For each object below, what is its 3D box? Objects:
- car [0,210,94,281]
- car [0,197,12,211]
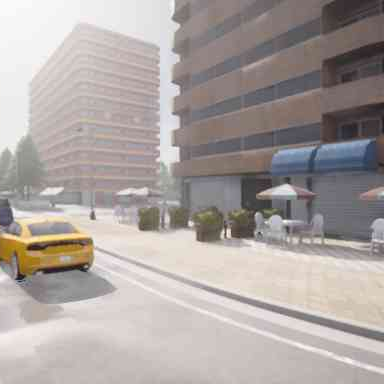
[{"bbox_3d":[-4.700,1.524,10.226,1.882,1.535,5.008,0,0,-39],"label":"car"},{"bbox_3d":[-12.678,1.314,20.889,2.150,2.045,5.566,0,0,-35],"label":"car"}]
